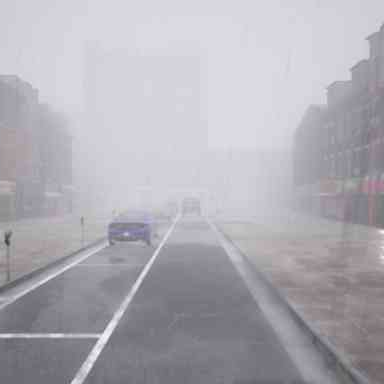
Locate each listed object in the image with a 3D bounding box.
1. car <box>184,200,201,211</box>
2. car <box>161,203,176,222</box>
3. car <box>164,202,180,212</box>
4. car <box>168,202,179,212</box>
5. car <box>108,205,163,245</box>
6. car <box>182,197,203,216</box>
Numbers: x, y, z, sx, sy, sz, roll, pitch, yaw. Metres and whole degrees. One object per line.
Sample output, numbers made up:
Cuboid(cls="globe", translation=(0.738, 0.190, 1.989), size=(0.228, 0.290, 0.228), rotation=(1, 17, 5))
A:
Cuboid(cls="car", translation=(0.107, 2.011, 50.353), size=(2.128, 1.511, 4.902), rotation=(0, -1, 5))
Cuboid(cls="car", translation=(-2.670, 1.891, 29.872), size=(1.802, 1.307, 4.206), rotation=(0, -1, 0))
Cuboid(cls="car", translation=(-2.686, 2.043, 46.228), size=(1.947, 1.339, 4.313), rotation=(0, -1, 0))
Cuboid(cls="car", translation=(-2.675, 1.931, 35.324), size=(1.947, 1.339, 4.313), rotation=(0, -1, 0))
Cuboid(cls="car", translation=(-2.767, 1.650, 16.513), size=(1.882, 1.535, 5.008), rotation=(0, -1, 0))
Cuboid(cls="car", translation=(0.001, 1.617, 38.252), size=(2.150, 2.045, 5.566), rotation=(0, 0, 2))
